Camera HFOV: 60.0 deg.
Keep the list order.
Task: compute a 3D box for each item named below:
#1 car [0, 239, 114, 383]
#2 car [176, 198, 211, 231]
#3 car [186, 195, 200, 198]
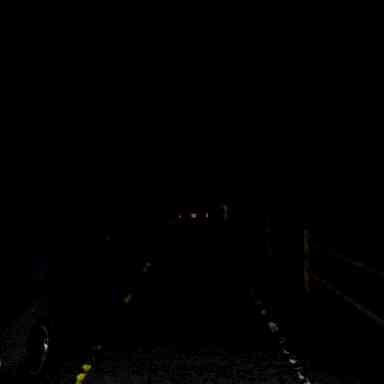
[{"bbox_3d":[-2.751,1.574,5.716,2.033,1.411,5.357,0,0,0],"label":"car"},{"bbox_3d":[0.098,1.448,21.585,2.097,1.767,4.553,0,0,0],"label":"car"},{"bbox_3d":[0.097,1.396,40.119,2.150,2.045,5.566,0,0,0],"label":"car"}]
